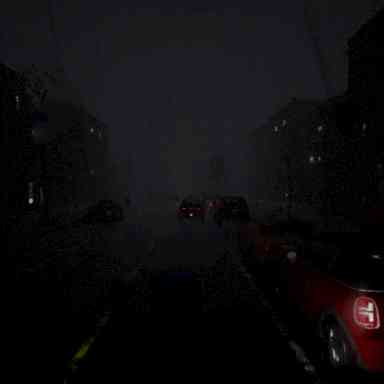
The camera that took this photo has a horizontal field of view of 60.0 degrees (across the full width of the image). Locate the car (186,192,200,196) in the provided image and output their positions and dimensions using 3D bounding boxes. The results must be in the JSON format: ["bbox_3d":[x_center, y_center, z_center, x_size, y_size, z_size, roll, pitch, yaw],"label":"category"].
[{"bbox_3d":[-0.225,1.177,46.840,1.882,1.535,5.008,0,0,0],"label":"car"}]

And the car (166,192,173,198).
[{"bbox_3d":[-6.350,0.839,94.340,1.967,1.590,4.097,-1,0,0],"label":"car"}]

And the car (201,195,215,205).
[{"bbox_3d":[2.344,1.221,50.017,1.887,1.381,4.507,-1,0,0],"label":"car"}]

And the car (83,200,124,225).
[{"bbox_3d":[-5.843,1.304,22.214,1.967,1.590,4.097,-1,0,0],"label":"car"}]

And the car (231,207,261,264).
[{"bbox_3d":[2.615,1.449,11.350,1.752,1.417,4.829,-1,0,0],"label":"car"}]

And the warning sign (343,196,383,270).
[{"bbox_3d":[5.020,1.052,9.040,1.300,1.860,1.060,0,1,0],"label":"warning sign"}]

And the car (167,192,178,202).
[{"bbox_3d":[-3.465,1.106,65.641,1.812,1.442,4.674,0,0,0],"label":"car"}]

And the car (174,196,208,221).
[{"bbox_3d":[-0.067,1.330,24.998,2.128,1.511,4.902,0,0,0],"label":"car"}]

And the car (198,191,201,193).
[{"bbox_3d":[2.188,1.116,72.209,1.802,1.307,4.206,-1,0,0],"label":"car"}]

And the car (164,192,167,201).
[{"bbox_3d":[-6.156,0.894,66.599,2.192,1.841,5.009,-1,0,0],"label":"car"}]

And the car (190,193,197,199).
[{"bbox_3d":[0.282,0.932,89.021,1.837,1.490,4.892,0,0,0],"label":"car"}]

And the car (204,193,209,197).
[{"bbox_3d":[2.459,1.224,33.371,1.967,1.590,4.097,-1,0,0],"label":"car"}]

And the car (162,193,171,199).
[{"bbox_3d":[-6.270,1.016,83.244,1.887,1.381,4.507,-1,0,0],"label":"car"}]

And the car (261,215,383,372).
[{"bbox_3d":[2.654,1.401,5.631,1.967,1.590,4.097,-1,0,0],"label":"car"}]

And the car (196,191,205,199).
[{"bbox_3d":[2.108,0.777,83.304,2.192,1.841,5.009,-1,0,0],"label":"car"}]

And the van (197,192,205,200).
[{"bbox_3d":[2.147,0.839,77.756,1.690,1.788,3.998,-1,0,0],"label":"van"}]

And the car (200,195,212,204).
[{"bbox_3d":[2.305,1.223,55.565,1.802,1.307,4.206,-1,0,0],"label":"car"}]

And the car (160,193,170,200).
[{"bbox_3d":[-6.233,0.947,77.696,1.967,1.590,4.097,-1,0,0],"label":"car"}]

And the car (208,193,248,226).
[{"bbox_3d":[2.535,1.170,22.274,2.192,1.841,5.009,-1,0,0],"label":"car"}]

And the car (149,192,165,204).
[{"bbox_3d":[-6.075,1.201,55.504,2.008,1.369,4.403,-1,0,0],"label":"car"}]

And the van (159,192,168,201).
[{"bbox_3d":[-6.195,0.884,72.147,1.690,1.788,3.998,-1,0,0],"label":"van"}]

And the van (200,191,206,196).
[{"bbox_3d":[2.380,1.053,44.467,1.690,1.788,3.998,-1,0,0],"label":"van"}]

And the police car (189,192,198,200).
[{"bbox_3d":[0.352,0.916,79.132,1.930,1.638,5.238,0,0,0],"label":"police car"}]

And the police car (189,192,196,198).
[{"bbox_3d":[0.239,0.812,95.131,1.930,1.638,5.238,0,0,0],"label":"police car"}]
